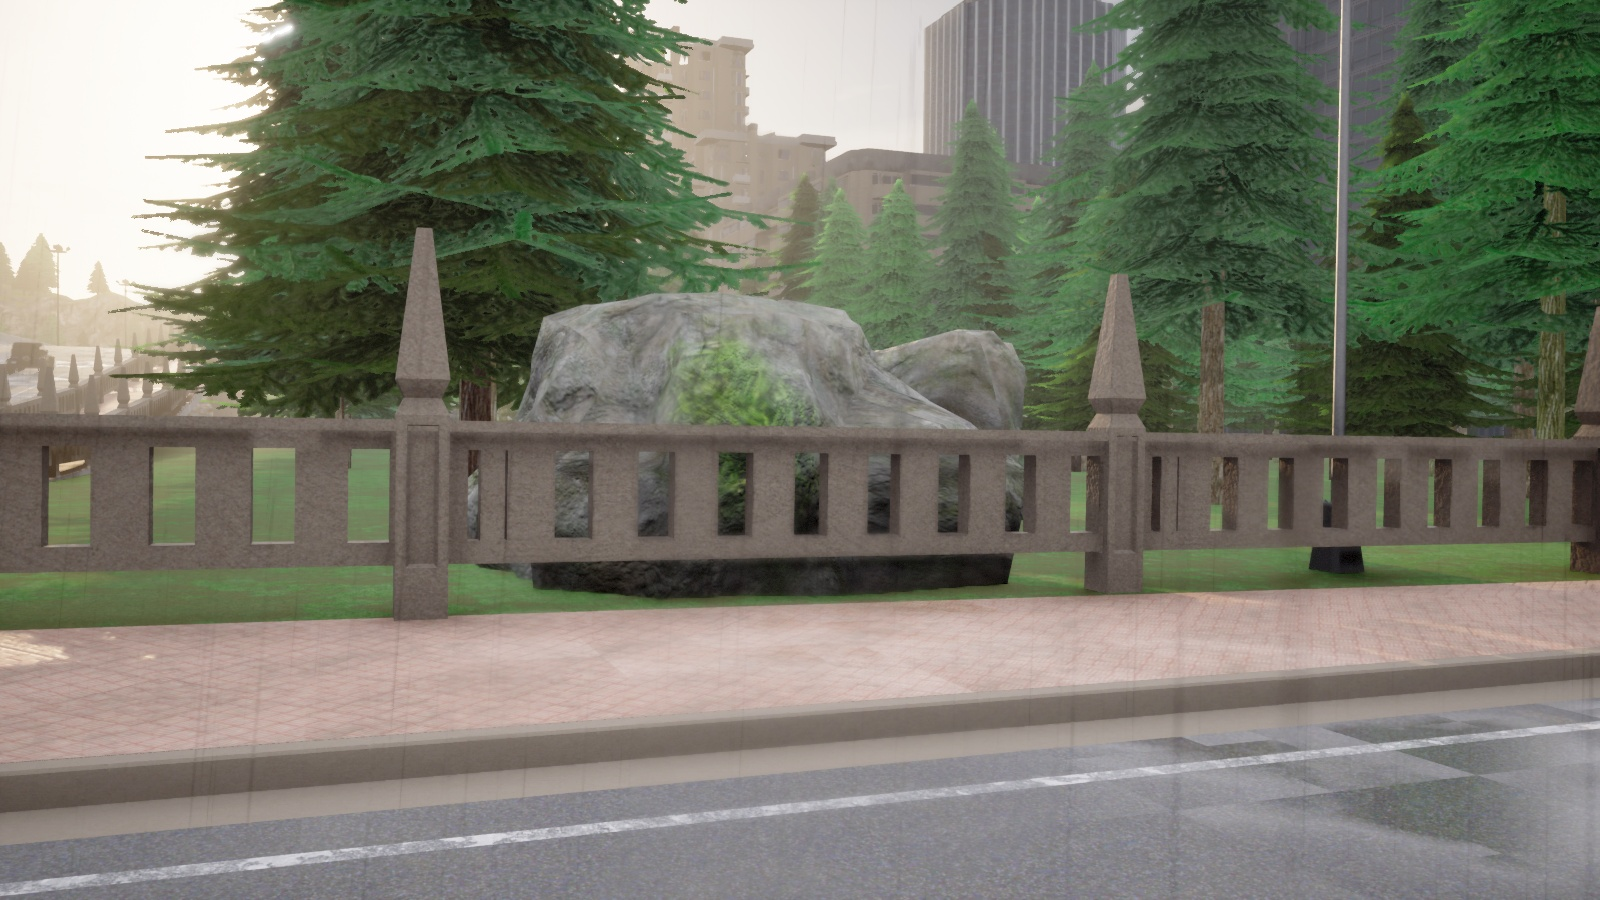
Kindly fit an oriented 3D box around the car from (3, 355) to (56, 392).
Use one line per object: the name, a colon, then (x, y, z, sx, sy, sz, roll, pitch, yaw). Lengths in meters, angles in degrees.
car: (-45.239, -4.505, 73.818, 1.905, 1.878, 3.866, -1, 8, -21)
